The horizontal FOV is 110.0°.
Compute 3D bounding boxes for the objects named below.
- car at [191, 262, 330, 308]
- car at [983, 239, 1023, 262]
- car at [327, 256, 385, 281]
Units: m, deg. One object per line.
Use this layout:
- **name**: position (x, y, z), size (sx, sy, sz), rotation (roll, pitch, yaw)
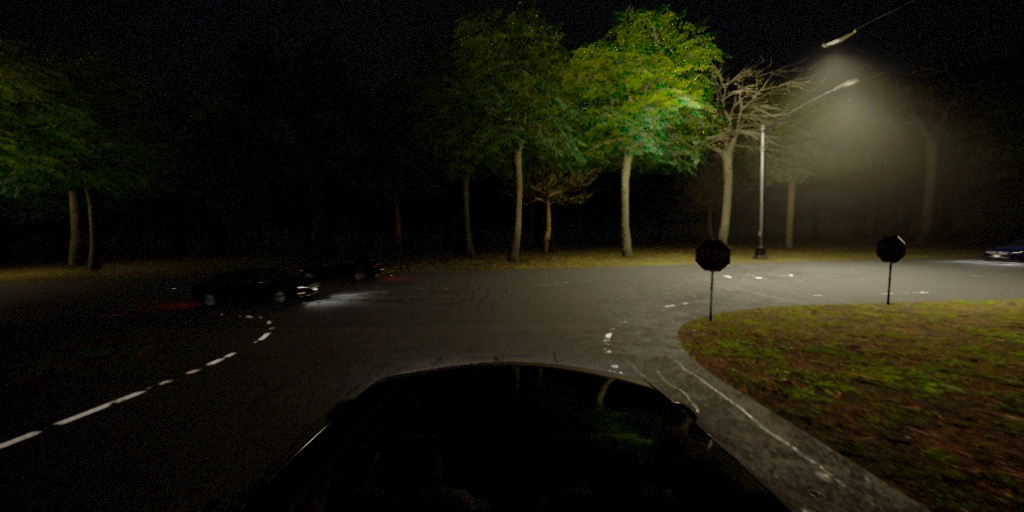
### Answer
- **car**: position (-10.969, 1.285, 15.517), size (4.892, 1.490, 1.837), rotation (-2, 4, 0)
- **car**: position (32.993, -0.373, 22.665), size (4.674, 1.442, 1.812), rotation (-3, 4, 0)
- **car**: position (-10.634, 0.764, 22.507), size (5.008, 1.535, 1.882), rotation (-2, 4, -1)
